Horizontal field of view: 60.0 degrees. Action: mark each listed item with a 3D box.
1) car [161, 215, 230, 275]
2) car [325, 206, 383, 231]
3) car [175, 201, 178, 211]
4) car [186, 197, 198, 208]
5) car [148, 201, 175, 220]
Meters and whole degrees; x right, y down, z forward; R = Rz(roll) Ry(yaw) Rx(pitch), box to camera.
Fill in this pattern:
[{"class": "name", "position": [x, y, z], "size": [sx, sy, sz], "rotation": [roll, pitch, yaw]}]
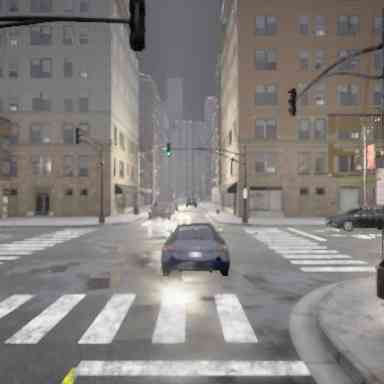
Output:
[{"class": "car", "position": [0.104, 1.681, 10.924], "size": [1.994, 1.385, 4.181], "rotation": [0, -1, 0]}, {"class": "car", "position": [11.156, 1.700, 21.468], "size": [4.892, 1.490, 1.837], "rotation": [0, -1, 0]}, {"class": "car", "position": [-3.104, 2.017, 41.968], "size": [1.837, 1.490, 4.892], "rotation": [0, -1, 0]}, {"class": "car", "position": [-0.084, 2.017, 64.464], "size": [2.150, 2.045, 5.566], "rotation": [0, -1, 0]}, {"class": "car", "position": [-3.071, 1.750, 32.874], "size": [2.097, 1.767, 4.553], "rotation": [0, -1, 0]}]
